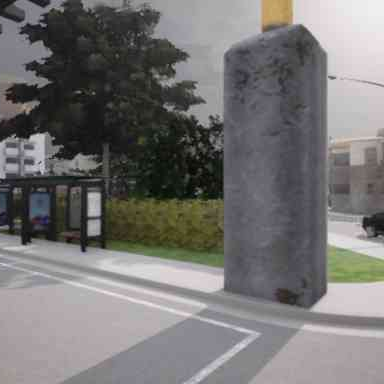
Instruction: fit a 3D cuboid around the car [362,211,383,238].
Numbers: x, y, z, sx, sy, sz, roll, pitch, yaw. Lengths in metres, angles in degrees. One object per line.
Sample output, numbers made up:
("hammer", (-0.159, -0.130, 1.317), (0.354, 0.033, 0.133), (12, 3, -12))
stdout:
("car", (10.174, 1.565, 15.559), (1.882, 1.535, 5.008), (0, 0, -9))
